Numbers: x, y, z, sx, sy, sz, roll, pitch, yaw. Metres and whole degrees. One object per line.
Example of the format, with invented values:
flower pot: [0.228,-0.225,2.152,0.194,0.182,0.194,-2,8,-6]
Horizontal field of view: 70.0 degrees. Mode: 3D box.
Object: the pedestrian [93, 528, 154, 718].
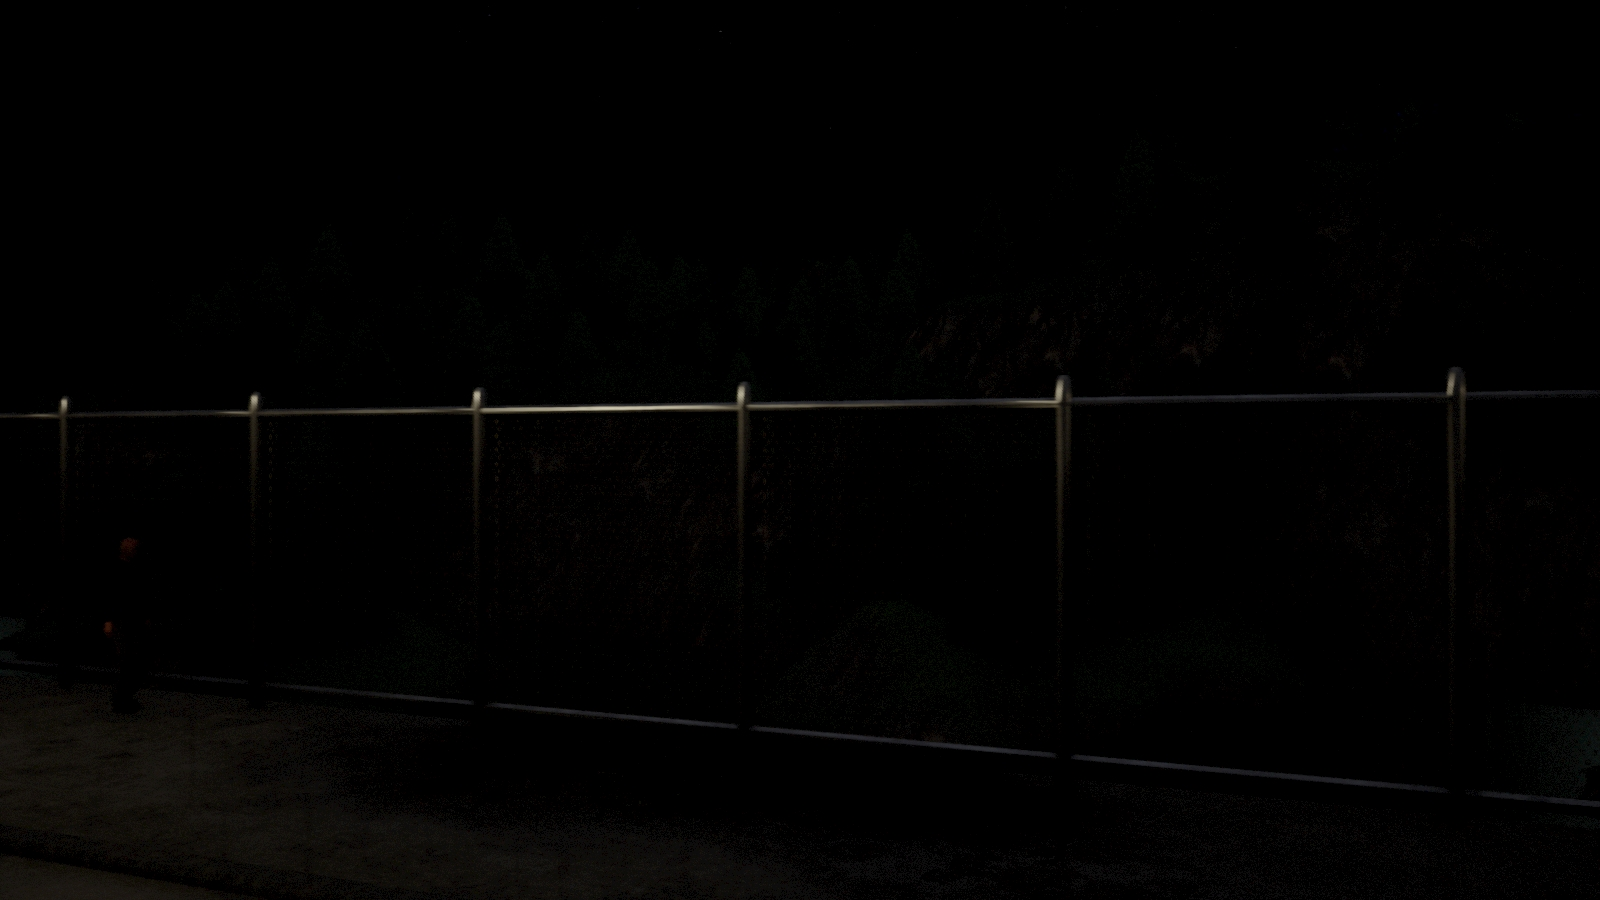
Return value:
pedestrian: [-6.856,1.737,11.584,0.375,1.860,0.375,0,0,15]
